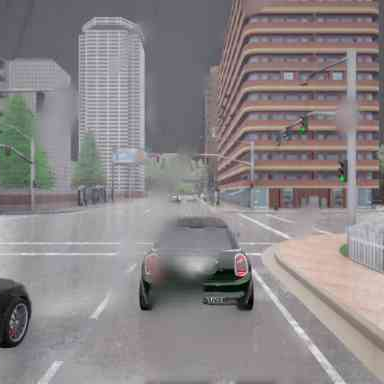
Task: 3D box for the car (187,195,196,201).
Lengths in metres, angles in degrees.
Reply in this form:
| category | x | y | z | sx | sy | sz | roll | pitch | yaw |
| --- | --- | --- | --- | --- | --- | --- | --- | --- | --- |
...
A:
| category | x | y | z | sx | sy | sz | roll | pitch | yaw |
| --- | --- | --- | --- | --- | --- | --- | --- | --- | --- |
| car | -0.161 | 1.506 | 85.343 | 2.128 | 1.511 | 4.902 | 0 | 0 | 0 |

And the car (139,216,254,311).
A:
| category | x | y | z | sx | sy | sz | roll | pitch | yaw |
| --- | --- | --- | --- | --- | --- | --- | --- | --- | --- |
| car | 0.098 | 1.352 | 7.936 | 2.097 | 1.767 | 4.553 | 0 | 0 | 1 |

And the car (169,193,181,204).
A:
| category | x | y | z | sx | sy | sz | roll | pitch | yaw |
| --- | --- | --- | --- | --- | --- | --- | --- | --- | --- |
| car | -3.525 | 1.491 | 66.085 | 2.128 | 1.511 | 4.902 | 0 | 0 | 0 |

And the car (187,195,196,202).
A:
| category | x | y | z | sx | sy | sz | roll | pitch | yaw |
| --- | --- | --- | --- | --- | --- | --- | --- | --- | --- |
| car | -0.144 | 1.518 | 76.344 | 1.812 | 1.442 | 4.674 | 0 | 0 | 0 |

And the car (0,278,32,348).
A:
| category | x | y | z | sx | sy | sz | roll | pitch | yaw |
| --- | --- | --- | --- | --- | --- | --- | --- | --- | --- |
| car | -3.431 | 1.526 | 3.317 | 1.812 | 1.442 | 4.674 | 0 | 0 | 0 |

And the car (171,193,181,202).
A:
| category | x | y | z | sx | sy | sz | roll | pitch | yaw |
| --- | --- | --- | --- | --- | --- | --- | --- | --- | --- |
| car | -3.643 | 1.219 | 76.086 | 2.150 | 2.045 | 5.566 | 0 | 0 | 0 |
